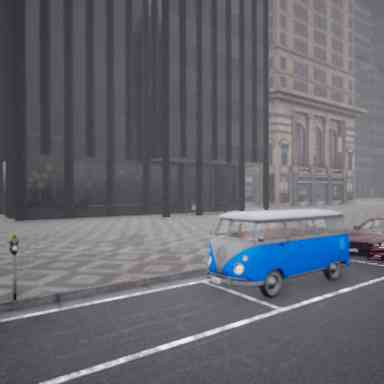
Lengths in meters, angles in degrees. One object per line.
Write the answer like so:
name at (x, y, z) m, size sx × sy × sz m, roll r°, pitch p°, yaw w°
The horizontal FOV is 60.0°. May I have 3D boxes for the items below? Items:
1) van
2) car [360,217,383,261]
van at (2.221, 1.337, 8.238) m, size 3.998 × 1.788 × 1.690 m, roll 0°, pitch 0°, yaw -36°
car at (6.813, 1.536, 11.513) m, size 4.507 × 1.381 × 1.887 m, roll 0°, pitch 0°, yaw -36°
